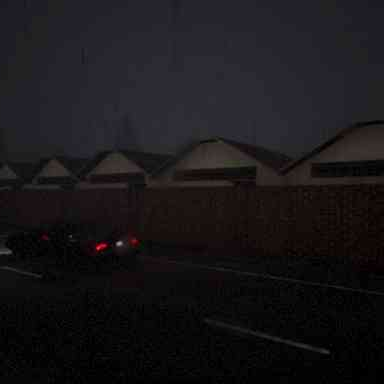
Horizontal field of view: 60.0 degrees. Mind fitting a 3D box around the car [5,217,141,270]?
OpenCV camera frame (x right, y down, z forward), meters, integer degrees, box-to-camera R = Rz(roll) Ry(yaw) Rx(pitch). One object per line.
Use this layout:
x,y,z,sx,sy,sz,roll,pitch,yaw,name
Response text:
-4.150,1.575,11.214,5.357,1.411,2.033,0,0,36,car
